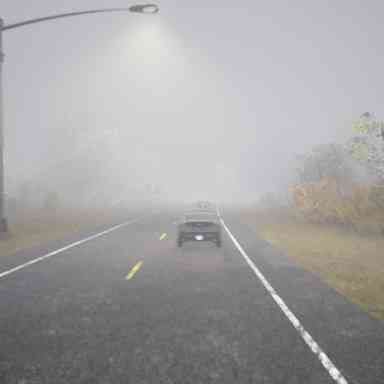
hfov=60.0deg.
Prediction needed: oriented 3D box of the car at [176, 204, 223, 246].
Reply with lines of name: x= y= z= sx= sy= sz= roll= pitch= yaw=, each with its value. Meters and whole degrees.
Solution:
car: x=0.342 y=1.521 z=15.321 sx=1.837 sy=1.490 sz=4.892 roll=0 pitch=0 yaw=1

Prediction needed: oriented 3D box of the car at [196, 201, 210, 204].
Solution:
car: x=1.213 y=1.631 z=35.840 sx=2.033 sy=1.411 sz=5.357 roll=0 pitch=0 yaw=3
